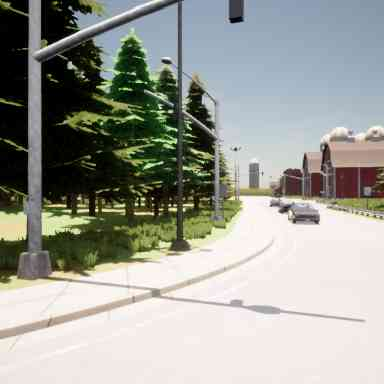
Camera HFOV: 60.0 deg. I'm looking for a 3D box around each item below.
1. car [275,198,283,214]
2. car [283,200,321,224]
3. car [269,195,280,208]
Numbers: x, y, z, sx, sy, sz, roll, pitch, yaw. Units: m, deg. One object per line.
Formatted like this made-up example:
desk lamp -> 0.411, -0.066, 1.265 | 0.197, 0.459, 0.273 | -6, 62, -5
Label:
car -> 10.141, 1.600, 35.005 | 1.895, 1.301, 4.718 | 0, 0, 10
car -> 8.388, 1.547, 25.329 | 2.033, 1.411, 5.357 | 0, 0, 10
car -> 12.377, 1.563, 48.577 | 1.994, 1.385, 4.181 | 0, 0, 9
